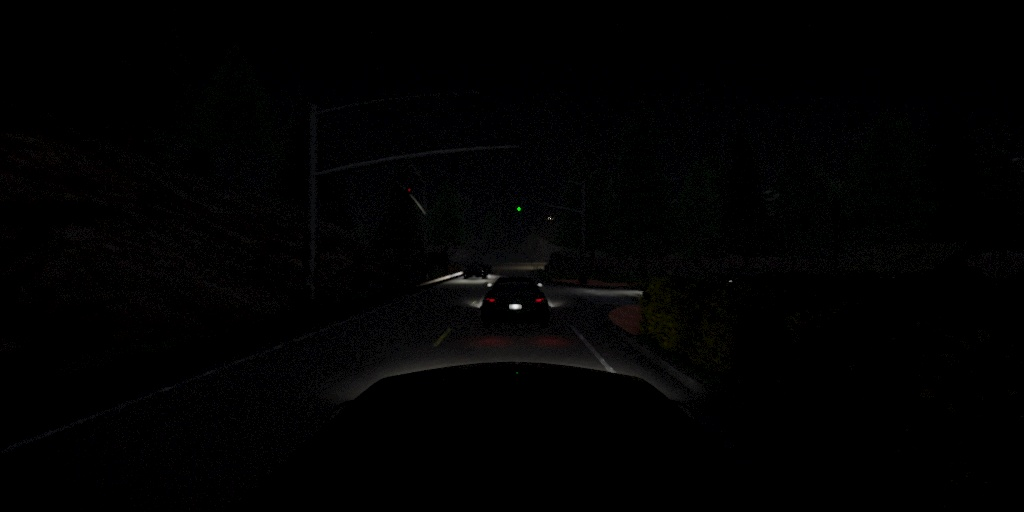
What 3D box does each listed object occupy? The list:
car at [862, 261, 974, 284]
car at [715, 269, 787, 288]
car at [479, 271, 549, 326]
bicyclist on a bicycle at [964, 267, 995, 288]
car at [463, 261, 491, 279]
[{"bbox_3d":[25.577,1.272,22.738,5.566,2.045,2.150,0,0,1],"label":"car"},{"bbox_3d":[15.506,1.543,22.790,4.902,1.511,2.128,0,0,0],"label":"car"},{"bbox_3d":[0.094,1.383,11.922,1.994,1.385,4.181,0,0,0],"label":"car"},{"bbox_3d":[19.831,1.302,15.319,0.582,1.620,1.656,0,-1,0],"label":"bicyclist on a bicycle"},{"bbox_3d":[-3.592,1.331,36.002,2.097,1.767,4.553,0,0,0],"label":"car"}]
